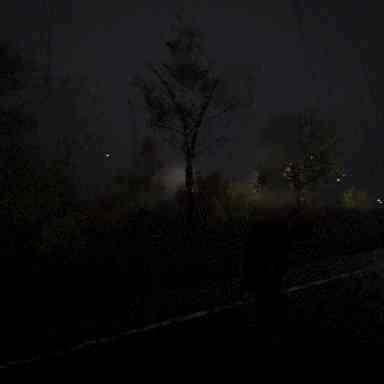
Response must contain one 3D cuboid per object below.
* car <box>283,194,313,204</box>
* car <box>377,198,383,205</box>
[{"bbox_3d":[18.536,1.185,56.590,2.097,1.767,4.553,0,0,-37],"label":"car"},{"bbox_3d":[31.267,1.229,51.395,2.097,1.767,4.553,0,0,-37],"label":"car"}]
